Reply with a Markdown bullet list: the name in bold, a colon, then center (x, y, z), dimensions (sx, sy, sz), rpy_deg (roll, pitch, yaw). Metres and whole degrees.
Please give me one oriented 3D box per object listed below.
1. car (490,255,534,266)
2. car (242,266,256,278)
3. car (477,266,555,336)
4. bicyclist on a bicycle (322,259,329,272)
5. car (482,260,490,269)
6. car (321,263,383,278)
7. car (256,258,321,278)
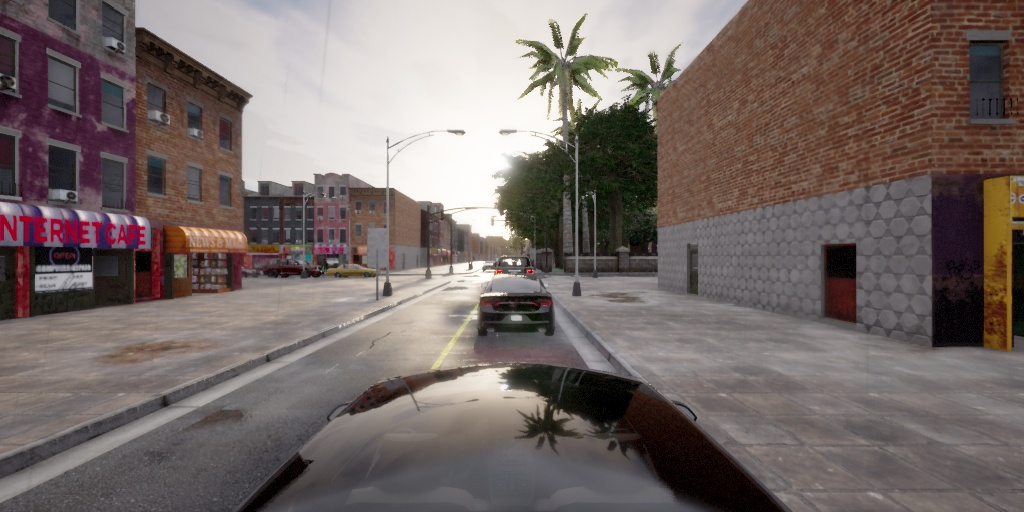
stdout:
- **car**: center (0.100, 0.980, 20.418), dimensions (2.150, 2.045, 5.566), rpy_deg (0, 0, -1)
- **car**: center (-25.516, 1.409, 32.980), dimensions (4.207, 1.307, 1.802), rpy_deg (0, 0, 0)
- **car**: center (0.098, 1.230, 10.449), dimensions (1.882, 1.535, 5.008), rpy_deg (0, 0, 0)
- **bicyclist on a bicycle**: center (-20.147, 1.124, 38.633), dimensions (0.582, 1.620, 1.656), rpy_deg (0, 0, 0)
- **car**: center (-2.862, 1.316, 47.862), dimensions (1.812, 1.442, 4.674), rpy_deg (0, 0, 0)
- **car**: center (-14.443, 1.324, 32.994), dimensions (4.829, 1.417, 1.751), rpy_deg (0, 0, 0)
- **car**: center (-20.064, 1.127, 32.987), dimensions (5.009, 1.841, 2.192), rpy_deg (0, 0, 0)
